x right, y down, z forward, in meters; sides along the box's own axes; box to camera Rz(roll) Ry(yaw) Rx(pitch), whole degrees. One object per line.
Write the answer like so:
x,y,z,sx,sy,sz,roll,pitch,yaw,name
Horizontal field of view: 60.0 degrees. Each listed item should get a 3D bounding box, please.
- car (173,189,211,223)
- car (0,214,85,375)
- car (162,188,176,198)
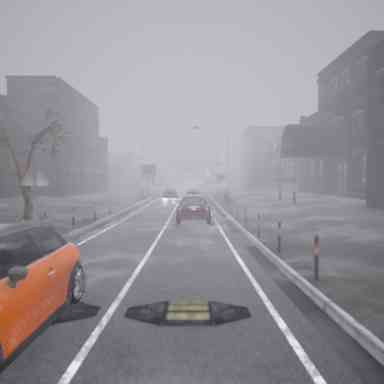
0.101,0.938,21.594,2.097,1.767,4.553,0,2,0,car
-3.130,1.316,4.554,2.097,1.767,4.553,-1,1,0,car
-3.069,0.132,47.042,1.994,1.385,4.181,0,2,0,car
